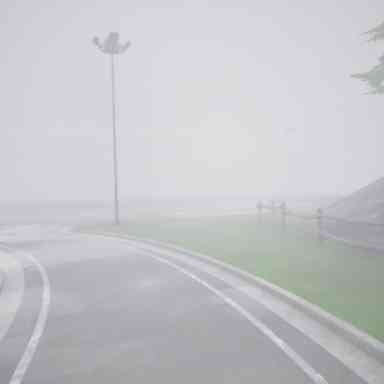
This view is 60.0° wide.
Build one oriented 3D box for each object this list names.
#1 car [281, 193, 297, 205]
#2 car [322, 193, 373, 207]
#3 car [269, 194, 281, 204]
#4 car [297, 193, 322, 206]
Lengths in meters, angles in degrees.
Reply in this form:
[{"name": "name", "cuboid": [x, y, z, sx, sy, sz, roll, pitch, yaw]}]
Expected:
[{"name": "car", "cuboid": [14.459, 0.847, 42.891, 4.902, 1.511, 2.128, -2, 0, -22]}, {"name": "car", "cuboid": [16.962, 0.926, 36.362, 4.718, 1.301, 1.895, -2, 0, -22]}, {"name": "car", "cuboid": [12.838, 0.909, 46.006, 4.674, 1.442, 1.812, -2, 0, -22]}, {"name": "car", "cuboid": [15.633, 0.890, 39.599, 5.357, 1.411, 2.033, -2, 0, -22]}]
